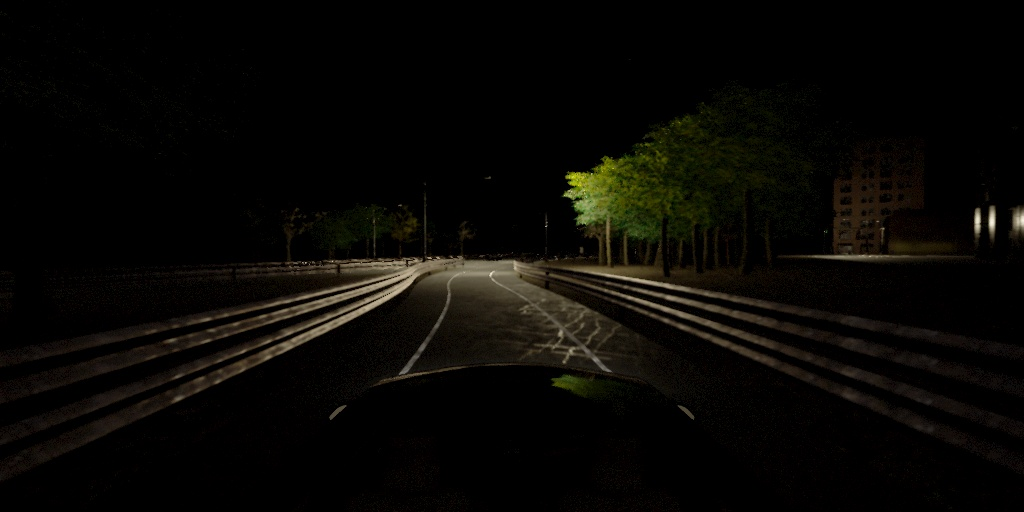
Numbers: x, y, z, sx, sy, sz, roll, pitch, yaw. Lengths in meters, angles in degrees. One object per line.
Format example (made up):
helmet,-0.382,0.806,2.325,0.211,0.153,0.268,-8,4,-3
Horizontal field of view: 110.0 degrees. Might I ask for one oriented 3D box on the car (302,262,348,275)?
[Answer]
car,-23.623,1.476,45.621,2.033,1.411,5.357,0,1,31
